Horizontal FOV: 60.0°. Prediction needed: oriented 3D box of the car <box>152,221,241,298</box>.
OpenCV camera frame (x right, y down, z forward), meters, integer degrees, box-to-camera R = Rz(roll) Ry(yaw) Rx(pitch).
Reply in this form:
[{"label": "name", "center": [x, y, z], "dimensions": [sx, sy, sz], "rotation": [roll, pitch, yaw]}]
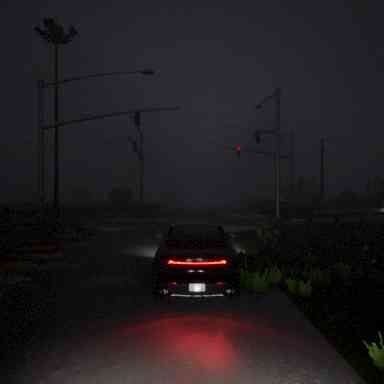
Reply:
[{"label": "car", "center": [0.093, 1.505, 8.522], "dimensions": [1.837, 1.490, 4.892], "rotation": [0, 0, 0]}]
